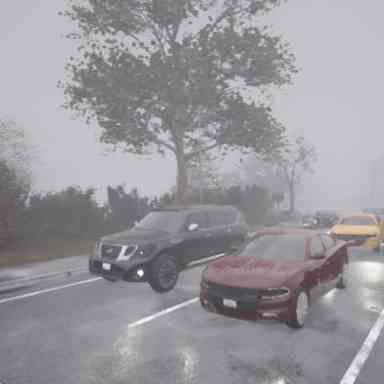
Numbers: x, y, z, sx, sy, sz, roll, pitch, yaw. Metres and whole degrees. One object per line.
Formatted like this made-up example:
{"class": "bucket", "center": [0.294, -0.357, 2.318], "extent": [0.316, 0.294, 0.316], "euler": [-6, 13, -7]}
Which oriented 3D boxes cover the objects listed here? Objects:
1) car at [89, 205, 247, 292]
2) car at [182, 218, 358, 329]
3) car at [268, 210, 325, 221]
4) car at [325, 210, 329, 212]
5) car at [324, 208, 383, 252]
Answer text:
{"class": "car", "center": [-0.302, 1.433, 10.062], "extent": [2.150, 2.045, 5.566], "euler": [-2, -2, 39]}
{"class": "car", "center": [2.130, 1.599, 7.537], "extent": [1.882, 1.535, 5.008], "euler": [-2, -2, 37]}
{"class": "car", "center": [5.419, 1.837, 18.150], "extent": [2.128, 1.511, 4.902], "euler": [-2, -2, 34]}
{"class": "car", "center": [10.726, 2.157, 26.764], "extent": [1.895, 1.301, 4.718], "euler": [-2, -2, 29]}
{"class": "car", "center": [7.728, 1.717, 15.310], "extent": [1.882, 1.535, 5.008], "euler": [-2, -2, 33]}
